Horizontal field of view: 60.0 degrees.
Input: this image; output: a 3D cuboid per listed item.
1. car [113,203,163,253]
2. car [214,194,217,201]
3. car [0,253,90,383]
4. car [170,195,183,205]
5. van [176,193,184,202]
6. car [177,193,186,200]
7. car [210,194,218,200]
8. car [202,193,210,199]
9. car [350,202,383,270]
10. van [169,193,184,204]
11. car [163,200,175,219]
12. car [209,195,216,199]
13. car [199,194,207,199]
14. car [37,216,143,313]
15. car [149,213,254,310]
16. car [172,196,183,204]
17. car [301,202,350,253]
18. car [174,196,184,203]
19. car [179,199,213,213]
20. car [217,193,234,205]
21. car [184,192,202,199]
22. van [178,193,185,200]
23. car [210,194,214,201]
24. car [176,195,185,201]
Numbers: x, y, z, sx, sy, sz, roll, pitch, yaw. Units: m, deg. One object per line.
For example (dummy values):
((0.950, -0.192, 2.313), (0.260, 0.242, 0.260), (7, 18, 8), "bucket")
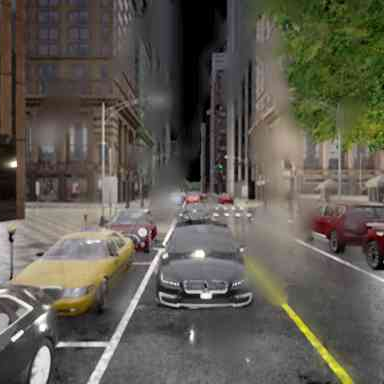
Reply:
((-2.451, 1.413, 13.348), (1.967, 1.590, 4.097), (0, 0, 0), "car")
((5.916, 1.187, 61.971), (2.192, 1.841, 5.009), (0, 0, 0), "car")
((-2.416, 1.547, 2.299), (2.008, 1.369, 4.403), (0, 0, 0), "car")
((-2.592, 1.320, 56.493), (1.967, 1.590, 4.097), (0, 0, 0), "car")
((-2.645, 1.200, 72.817), (1.690, 1.788, 3.998), (0, 0, 0), "van")
((-2.698, 1.156, 89.141), (2.192, 1.841, 5.009), (0, 0, 0), "car")
((5.828, 1.281, 89.174), (1.967, 1.590, 4.097), (0, 0, 0), "car")
((3.089, 1.323, 81.676), (1.882, 1.535, 5.008), (0, 0, 0), "car")
((6.092, 1.301, 7.861), (2.192, 1.841, 5.009), (0, 0, 0), "car")
((-2.574, 1.229, 51.053), (1.690, 1.788, 3.998), (0, 0, 0), "van")
((-2.487, 1.510, 24.396), (1.947, 1.339, 4.313), (0, 0, 0), "car")
((5.810, 1.417, 94.615), (1.802, 1.307, 4.206), (0, 0, 0), "car")
((3.055, 1.240, 92.096), (1.882, 1.535, 5.008), (0, 0, 0), "car")
((-2.433, 1.511, 7.653), (1.752, 1.417, 4.829), (0, 0, 0), "car")
((0.229, 1.490, 8.018), (1.837, 1.490, 4.892), (0, 0, 0), "car")
((-2.610, 1.417, 61.934), (1.887, 1.381, 4.507), (0, 0, 0), "car")
((6.075, 1.288, 13.386), (2.192, 1.841, 5.009), (0, 0, 0), "car")
((-2.627, 1.431, 67.376), (1.947, 1.339, 4.313), (0, 0, 0), "car")
((0.280, 1.453, 22.532), (1.837, 1.490, 4.892), (0, 0, 0), "car")
((5.934, 1.194, 56.530), (2.192, 1.841, 5.009), (0, 0, 0), "car")
((0.091, 1.102, 56.500), (2.150, 2.045, 5.566), (0, 0, 0), "car")
((-2.680, 1.188, 83.700), (1.690, 1.788, 3.998), (0, 0, 0), "van")
((5.863, 1.404, 78.293), (2.008, 1.369, 4.403), (0, 0, 0), "car")
((-2.663, 1.398, 78.259), (1.887, 1.381, 4.507), (0, 0, 0), "car")
